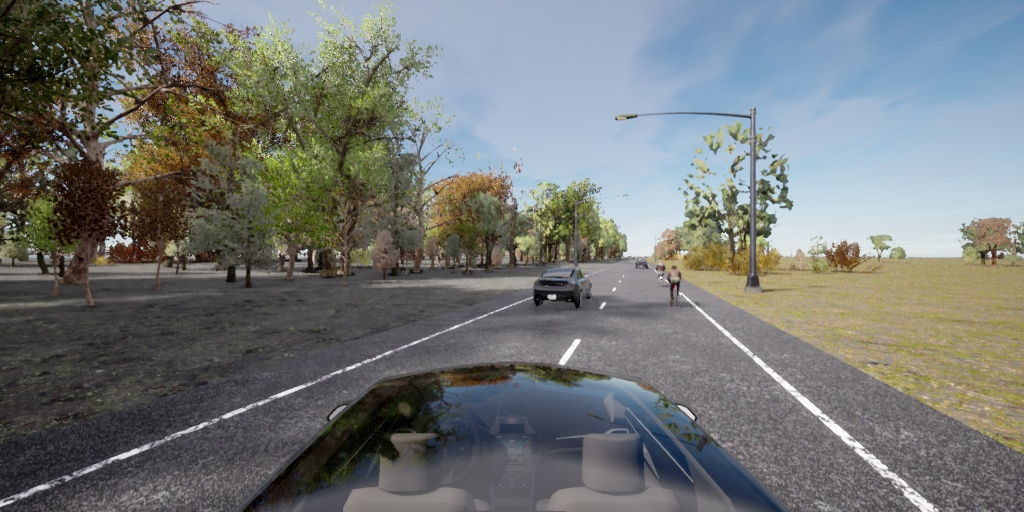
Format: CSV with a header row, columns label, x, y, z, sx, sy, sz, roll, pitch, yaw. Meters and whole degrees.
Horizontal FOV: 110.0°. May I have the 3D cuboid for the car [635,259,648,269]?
label,x,y,z,sx,sy,sz,roll,pitch,yaw
car,20.713,1.269,57.369,1.837,1.490,4.892,0,0,19

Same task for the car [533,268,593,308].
label,x,y,z,sx,sy,sz,roll,pitch,yaw
car,2.280,1.257,15.500,1.837,1.490,4.892,0,0,19

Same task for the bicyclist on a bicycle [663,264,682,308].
label,x,y,z,sx,sy,sz,roll,pitch,yaw
bicyclist on a bicycle,6.484,1.206,14.300,0.582,1.620,1.656,0,0,19

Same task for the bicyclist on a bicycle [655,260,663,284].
label,x,y,z,sx,sy,sz,roll,pitch,yaw
bicyclist on a bicycle,9.678,1.125,23.377,0.659,1.776,1.843,0,0,19
